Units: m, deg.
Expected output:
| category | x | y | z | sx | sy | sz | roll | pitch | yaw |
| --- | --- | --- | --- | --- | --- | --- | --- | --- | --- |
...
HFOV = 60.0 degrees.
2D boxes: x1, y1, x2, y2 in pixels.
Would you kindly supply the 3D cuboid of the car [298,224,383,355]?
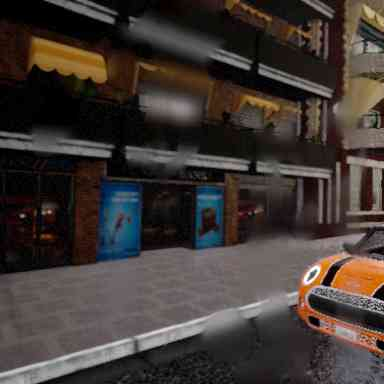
| category | x | y | z | sx | sy | sz | roll | pitch | yaw |
| --- | --- | --- | --- | --- | --- | --- | --- | --- | --- |
| car | 3.947 | 1.355 | 5.884 | 4.553 | 1.767 | 2.097 | 0 | 0 | -35 |
